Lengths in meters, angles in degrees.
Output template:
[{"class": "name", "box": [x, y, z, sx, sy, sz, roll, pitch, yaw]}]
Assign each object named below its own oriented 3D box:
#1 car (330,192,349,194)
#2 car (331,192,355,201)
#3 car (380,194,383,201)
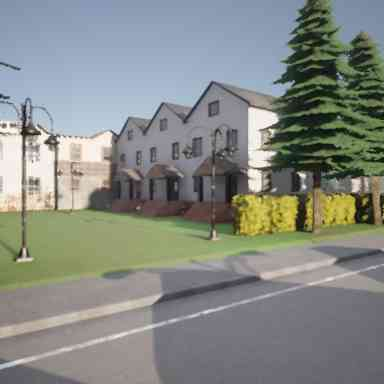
[{"class": "car", "box": [32.564, 0.982, 74.550, 1.905, 1.878, 3.866, 0, 0, -36]}, {"class": "car", "box": [34.678, 0.998, 76.586, 1.932, 1.855, 4.605, 0, 0, -36]}, {"class": "car", "box": [29.823, 1.024, 51.129, 1.932, 1.855, 4.605, 0, 0, -36]}]
